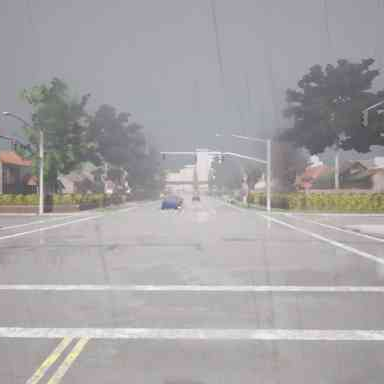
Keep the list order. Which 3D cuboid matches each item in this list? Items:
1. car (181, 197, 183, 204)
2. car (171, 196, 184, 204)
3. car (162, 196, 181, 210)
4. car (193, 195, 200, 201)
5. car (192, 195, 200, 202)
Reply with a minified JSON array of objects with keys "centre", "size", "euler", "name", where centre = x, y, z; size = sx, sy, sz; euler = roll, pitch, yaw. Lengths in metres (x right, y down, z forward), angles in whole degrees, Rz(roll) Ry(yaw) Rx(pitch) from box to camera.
[{"centre":[-2.775,1.352,52.587],"size":[2.097,1.767,4.553],"euler":[0,0,0],"name":"car"},{"centre":[-2.667,1.547,62.921],"size":[2.033,1.411,5.357],"euler":[0,0,1],"name":"car"},{"centre":[-2.847,1.478,43.235],"size":[1.882,1.535,5.008],"euler":[0,0,0],"name":"car"},{"centre":[1.082,1.514,89.442],"size":[1.812,1.442,4.674],"euler":[0,0,0],"name":"car"},{"centre":[1.008,1.500,79.044],"size":[1.837,1.490,4.892],"euler":[0,0,0],"name":"car"}]
